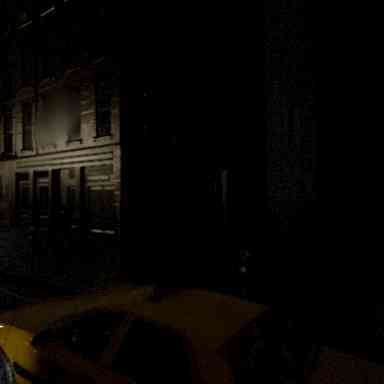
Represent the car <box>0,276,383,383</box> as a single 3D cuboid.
[{"bbox_3d":[-0.426,1.526,3.291,4.829,1.417,1.752,0,-1,36],"label":"car"}]
